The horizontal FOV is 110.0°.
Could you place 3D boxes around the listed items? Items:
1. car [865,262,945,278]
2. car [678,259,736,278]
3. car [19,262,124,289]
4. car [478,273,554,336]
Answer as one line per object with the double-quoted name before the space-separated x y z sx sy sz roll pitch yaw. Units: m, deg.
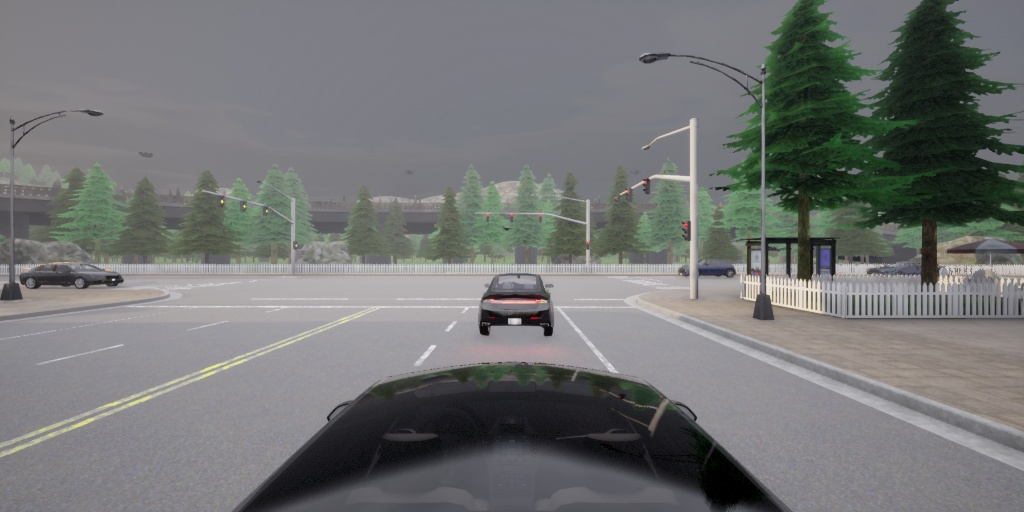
"car" 35.071 1.242 31.954 5.357 1.411 2.033 0 0 5
"car" 17.515 1.046 32.388 4.553 1.767 2.097 0 0 0
"car" -26.753 1.199 21.863 4.892 1.490 1.837 0 0 0
"car" 0.181 1.242 10.394 2.128 1.511 4.902 0 0 3
